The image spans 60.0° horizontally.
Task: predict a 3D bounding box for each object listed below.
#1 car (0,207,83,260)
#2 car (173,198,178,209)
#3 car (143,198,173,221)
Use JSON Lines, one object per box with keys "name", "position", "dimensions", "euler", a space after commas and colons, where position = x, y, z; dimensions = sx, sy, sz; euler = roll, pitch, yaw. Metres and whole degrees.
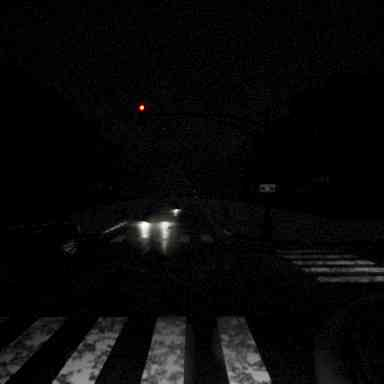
{"name": "car", "position": [-6.080, 1.355, 11.010], "dimensions": [2.097, 1.767, 4.553], "euler": [-1, 0, 44]}
{"name": "car", "position": [-2.915, 1.484, 44.614], "dimensions": [1.882, 1.535, 5.008], "euler": [0, 0, 0]}
{"name": "car", "position": [-2.898, 1.480, 27.750], "dimensions": [1.882, 1.535, 5.008], "euler": [0, 0, 0]}
